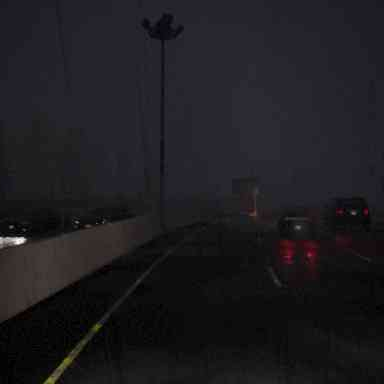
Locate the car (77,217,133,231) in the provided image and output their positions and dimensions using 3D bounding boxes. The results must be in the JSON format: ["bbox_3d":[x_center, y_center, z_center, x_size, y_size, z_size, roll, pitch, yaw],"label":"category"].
[{"bbox_3d":[-4.945,1.538,19.515,1.837,1.490,4.892,0,0,12],"label":"car"}]

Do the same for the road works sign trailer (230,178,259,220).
[{"bbox_3d":[4.807,0.588,29.701,2.380,3.560,2.880,0,0,22],"label":"road works sign trailer"}]

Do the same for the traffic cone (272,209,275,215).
[{"bbox_3d":[8.750,2.122,35.662,0.340,0.580,0.340,0,0,22],"label":"traffic cone"}]

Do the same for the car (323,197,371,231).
[{"bbox_3d":[10.142,1.353,22.061,2.150,2.045,5.566,0,0,15],"label":"car"}]

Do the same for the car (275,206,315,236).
[{"bbox_3d":[5.908,1.589,19.263,2.128,1.511,4.902,0,0,12],"label":"car"}]

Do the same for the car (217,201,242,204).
[{"bbox_3d":[6.702,1.823,57.159,1.895,1.301,4.718,0,0,34],"label":"car"}]
